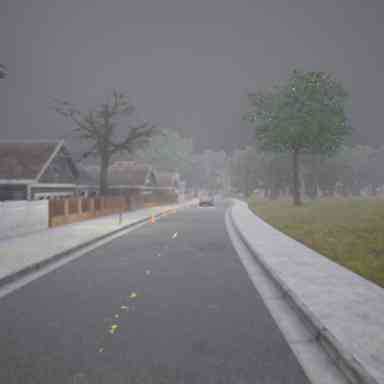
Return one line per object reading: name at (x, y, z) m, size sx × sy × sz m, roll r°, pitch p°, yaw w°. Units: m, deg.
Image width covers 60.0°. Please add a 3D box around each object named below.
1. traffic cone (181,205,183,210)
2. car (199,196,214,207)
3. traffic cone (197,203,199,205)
traffic cone at (-1.233, 1.843, 39.281) m, size 0.340 × 0.580 × 0.340 m, roll 0°, pitch 0°, yaw 7°
car at (2.217, 1.349, 49.241) m, size 1.882 × 1.535 × 5.008 m, roll 0°, pitch 0°, yaw 9°
traffic cone at (0.994, 1.817, 54.153) m, size 0.340 × 0.580 × 0.340 m, roll 0°, pitch 0°, yaw 8°
